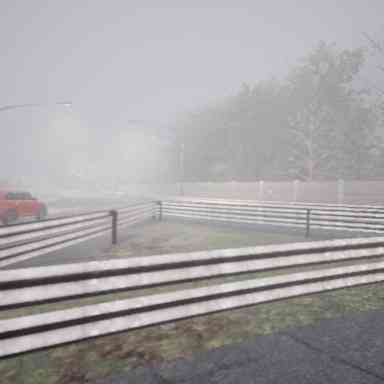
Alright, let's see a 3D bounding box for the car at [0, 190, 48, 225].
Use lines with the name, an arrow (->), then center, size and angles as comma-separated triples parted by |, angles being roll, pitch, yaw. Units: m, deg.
car -> -10.995, 0.879, 20.169 | 2.150, 2.045, 5.566 | 1, 0, 4
